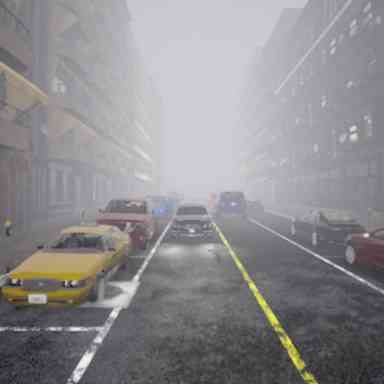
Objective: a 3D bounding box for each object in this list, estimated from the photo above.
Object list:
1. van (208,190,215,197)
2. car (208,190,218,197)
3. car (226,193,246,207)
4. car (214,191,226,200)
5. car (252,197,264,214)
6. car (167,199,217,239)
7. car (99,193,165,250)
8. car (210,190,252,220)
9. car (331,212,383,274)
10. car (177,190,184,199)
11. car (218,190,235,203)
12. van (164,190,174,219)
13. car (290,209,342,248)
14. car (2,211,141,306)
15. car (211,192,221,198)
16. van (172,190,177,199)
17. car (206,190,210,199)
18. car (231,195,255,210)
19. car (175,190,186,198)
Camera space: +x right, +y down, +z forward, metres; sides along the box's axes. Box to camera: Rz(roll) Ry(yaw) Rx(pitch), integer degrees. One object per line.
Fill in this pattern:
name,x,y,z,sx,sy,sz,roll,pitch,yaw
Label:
van,5.342,0.308,90.969,1.690,1.788,3.998,1,0,0
car,5.340,0.331,85.438,2.192,1.841,5.009,1,1,0
car,5.361,0.919,41.191,1.967,1.590,4.097,1,1,0
car,5.328,0.672,63.314,1.967,1.590,4.097,1,1,0
car,5.346,1.155,30.131,1.887,1.381,4.507,1,1,0
car,0.004,1.289,15.934,1.837,1.490,4.892,0,1,0
car,-2.536,1.128,13.604,2.192,1.841,5.009,2,1,0
car,2.795,0.894,24.964,2.150,2.045,5.566,0,1,1
car,5.335,1.440,8.009,1.887,1.381,4.507,1,1,0
car,-2.524,0.786,41.253,2.192,1.841,5.009,1,1,0
car,5.327,0.667,52.250,2.192,1.841,5.009,1,1,0
van,-2.531,1.011,24.662,1.690,1.788,3.998,2,1,0
car,5.338,1.372,13.540,2.008,1.369,4.403,1,1,0
car,-2.544,1.415,7.906,1.752,1.417,4.829,2,1,0
car,5.330,0.702,74.378,1.802,1.307,4.206,1,1,0
van,-2.530,0.943,30.193,1.690,1.788,3.998,2,1,0
car,2.807,0.839,40.190,2.097,1.767,4.553,0,1,1
car,5.348,1.089,35.660,1.887,1.381,4.507,1,1,0
car,-2.510,0.427,74.434,2.192,1.841,5.009,1,1,0
